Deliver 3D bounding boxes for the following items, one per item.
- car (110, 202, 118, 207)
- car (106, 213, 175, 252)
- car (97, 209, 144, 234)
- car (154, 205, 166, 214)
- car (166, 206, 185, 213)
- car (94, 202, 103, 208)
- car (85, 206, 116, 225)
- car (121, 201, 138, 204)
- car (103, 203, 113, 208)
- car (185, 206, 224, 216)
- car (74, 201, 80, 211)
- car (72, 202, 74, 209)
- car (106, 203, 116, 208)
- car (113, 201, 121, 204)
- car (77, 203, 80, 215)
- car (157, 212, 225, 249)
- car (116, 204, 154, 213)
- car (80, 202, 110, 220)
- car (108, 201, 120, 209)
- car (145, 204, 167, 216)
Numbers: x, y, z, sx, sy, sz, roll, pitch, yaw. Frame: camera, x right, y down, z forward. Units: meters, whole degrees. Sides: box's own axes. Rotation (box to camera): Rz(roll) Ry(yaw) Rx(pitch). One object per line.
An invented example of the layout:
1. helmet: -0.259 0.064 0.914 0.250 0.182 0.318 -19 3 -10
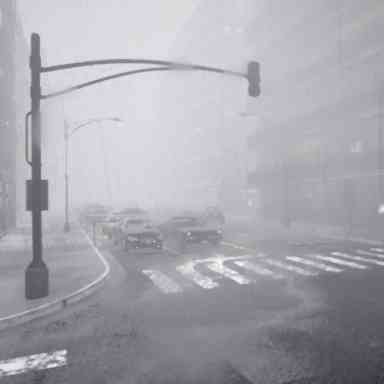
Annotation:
1. car: -12.573 2.575 48.515 2.128 1.511 4.902 -1 -1 -21
2. car: -2.562 1.879 15.464 2.008 1.369 4.403 0 -1 -21
3. car: -4.521 1.975 20.493 1.752 1.417 4.829 0 -1 -21
4. car: -2.822 2.305 39.224 2.008 1.369 4.403 0 -1 -21
5. car: -0.803 2.180 34.037 2.008 1.369 4.403 0 -1 -21
6. car: -25.072 3.536 88.911 1.812 1.442 4.674 -1 -1 -21
7. car: -8.623 2.249 31.026 1.887 1.381 4.507 0 -1 -21
8. car: -10.904 2.576 59.977 2.192 1.841 5.009 0 -1 -21
9. car: -23.024 3.592 91.093 1.947 1.339 4.313 0 -1 -21
10. car: 1.217 1.943 28.853 1.967 1.590 4.097 0 -1 -21
11. car: -16.704 2.524 51.778 2.192 1.841 5.009 0 -1 -21
12. car: -22.764 3.157 67.334 1.947 1.339 4.313 0 -1 -21
13. car: -21.004 3.449 85.906 2.008 1.369 4.403 0 -1 -21
14. car: -14.944 3.066 70.346 2.008 1.369 4.403 0 -1 -21
15. car: -14.622 2.604 46.428 1.752 1.417 4.829 0 -1 -21
16. car: -0.208 1.909 16.488 1.895 1.301 4.718 -1 -1 -21
17. car: -5.053 2.087 28.969 1.882 1.535 5.008 -1 -1 -22
18. car: -10.644 2.145 36.218 2.192 1.841 5.009 0 -1 -21
19. car: -18.985 3.085 80.724 2.192 1.841 5.009 0 -1 -21
20. car: -4.904 2.410 44.570 1.752 1.417 4.829 0 -1 -21
